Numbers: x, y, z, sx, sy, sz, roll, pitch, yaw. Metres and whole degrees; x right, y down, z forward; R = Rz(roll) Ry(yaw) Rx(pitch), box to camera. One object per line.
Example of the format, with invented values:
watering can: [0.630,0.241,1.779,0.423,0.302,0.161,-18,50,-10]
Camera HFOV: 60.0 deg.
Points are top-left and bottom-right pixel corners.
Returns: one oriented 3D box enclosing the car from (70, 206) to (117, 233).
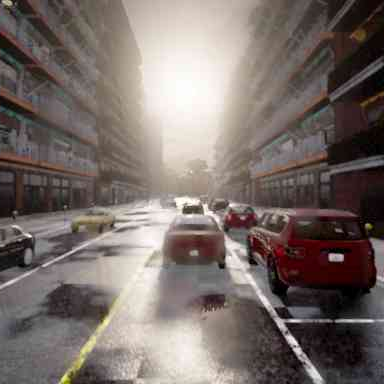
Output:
car: [-5.676,1.518,19.627,1.752,1.417,4.829,1,0,0]

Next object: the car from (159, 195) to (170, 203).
car: [-5.682,1.421,69.907,1.967,1.590,4.097,1,0,0]

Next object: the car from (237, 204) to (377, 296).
car: [2.705,1.311,8.625,2.192,1.841,5.009,1,0,0]

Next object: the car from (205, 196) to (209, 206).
car: [3.122,1.338,43.426,2.097,1.767,4.553,0,0,0]

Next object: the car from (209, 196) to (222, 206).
car: [3.153,1.491,36.455,1.837,1.490,4.892,0,0,0]

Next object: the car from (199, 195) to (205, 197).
car: [2.723,1.506,64.475,1.752,1.417,4.829,1,0,0]

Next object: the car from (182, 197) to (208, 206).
car: [0.092,1.480,30.566,2.128,1.511,4.902,0,0,0]

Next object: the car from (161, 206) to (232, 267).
car: [0.070,1.473,11.372,1.882,1.535,5.008,0,0,0]

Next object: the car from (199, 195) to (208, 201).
car: [2.789,1.545,81.650,1.947,1.339,4.313,1,0,0]

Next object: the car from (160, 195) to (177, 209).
car: [-3.077,1.549,45.692,1.994,1.385,4.181,0,0,0]

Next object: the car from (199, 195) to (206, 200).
car: [2.857,1.504,92.315,1.752,1.417,4.829,1,0,0]

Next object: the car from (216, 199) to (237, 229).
car: [2.705,1.432,19.761,1.967,1.590,4.097,1,0,0]

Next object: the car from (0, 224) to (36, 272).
car: [-5.679,1.547,8.660,2.008,1.369,4.403,1,0,0]
